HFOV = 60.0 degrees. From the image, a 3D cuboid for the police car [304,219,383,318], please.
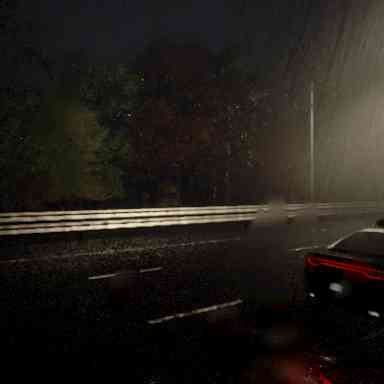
[{"bbox_3d":[4.634,1.426,7.088,5.238,1.638,1.930,0,0,-33],"label":"police car"}]
